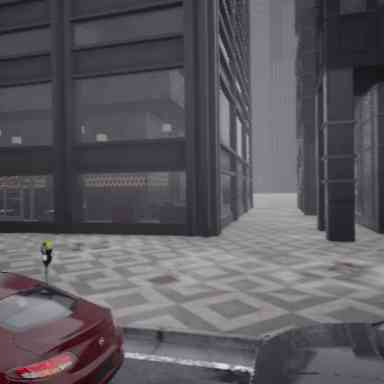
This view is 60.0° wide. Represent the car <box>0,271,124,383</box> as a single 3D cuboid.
[{"bbox_3d":[-2.853,1.599,3.766,4.206,1.307,1.802,-1,1,14],"label":"car"}]

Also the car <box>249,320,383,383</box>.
[{"bbox_3d":[2.603,1.484,2.355,4.403,1.369,2.008,-1,1,14],"label":"car"}]
